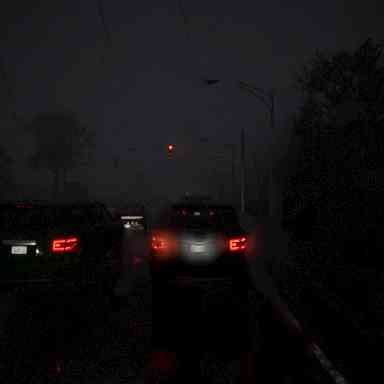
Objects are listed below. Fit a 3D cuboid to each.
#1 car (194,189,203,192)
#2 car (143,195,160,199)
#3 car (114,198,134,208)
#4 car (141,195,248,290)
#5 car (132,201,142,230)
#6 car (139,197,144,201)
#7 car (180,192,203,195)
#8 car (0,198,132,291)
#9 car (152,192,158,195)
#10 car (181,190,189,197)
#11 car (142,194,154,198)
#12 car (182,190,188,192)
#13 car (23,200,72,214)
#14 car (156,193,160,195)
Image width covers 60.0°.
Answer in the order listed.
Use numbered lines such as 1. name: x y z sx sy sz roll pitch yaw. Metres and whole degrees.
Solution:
1. car: 1.472 0.850 77.573 2.097 1.767 4.553 0 3 1
2. car: -6.168 1.600 52.759 1.895 1.301 4.718 0 0 1
3. car: -9.775 1.564 48.021 1.994 1.385 4.181 0 0 1
4. car: 0.171 1.221 9.233 2.150 2.045 5.566 0 0 1
5. car: -3.187 1.491 19.013 2.128 1.511 4.902 0 0 1
6. car: -6.597 1.547 33.506 2.033 1.411 5.357 0 0 1
7. car: 0.328 1.221 19.563 2.150 2.045 5.566 0 0 1
8. car: -3.330 1.221 9.146 2.150 2.045 5.566 0 0 1
9. car: -8.965 0.819 80.572 1.882 1.535 5.008 0 3 1
10. car: -1.807 0.294 87.686 1.882 1.535 5.008 0 3 1
11. car: -9.313 1.486 65.872 1.812 1.442 4.674 0 1 2
12. car: -2.036 1.053 77.274 2.033 1.411 5.357 0 3 1
13. car: -15.487 1.601 35.716 4.718 1.301 1.895 0 0 -23
14. car: -5.720 1.380 68.975 2.128 1.511 4.902 0 2 1
